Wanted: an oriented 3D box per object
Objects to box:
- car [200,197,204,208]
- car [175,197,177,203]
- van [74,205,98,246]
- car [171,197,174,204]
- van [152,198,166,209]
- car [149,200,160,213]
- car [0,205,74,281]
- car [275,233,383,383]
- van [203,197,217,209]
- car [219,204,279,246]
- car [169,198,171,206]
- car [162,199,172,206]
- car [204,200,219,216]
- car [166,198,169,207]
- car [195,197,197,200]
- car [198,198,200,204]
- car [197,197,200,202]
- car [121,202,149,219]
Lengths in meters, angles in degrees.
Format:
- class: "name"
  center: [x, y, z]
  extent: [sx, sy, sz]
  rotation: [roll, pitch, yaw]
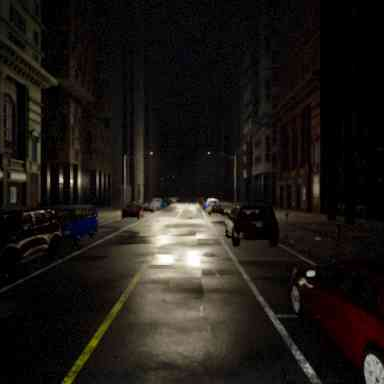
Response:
- class: "car"
  center: [2.722, 2.052, 55.486]
  extent: [1.967, 1.590, 4.097]
  rotation: [0, -1, 0]
- class: "car"
  center: [-5.827, 2.437, 89.286]
  extent: [1.967, 1.590, 4.097]
  rotation: [0, -1, 0]
- class: "van"
  center: [-5.776, 1.513, 16.014]
  extent: [1.690, 1.788, 3.998]
  rotation: [0, -1, 0]
- class: "car"
  center: [-5.815, 2.120, 72.378]
  extent: [2.192, 1.841, 5.009]
  rotation: [0, -1, 0]
- class: "van"
  center: [-5.804, 1.954, 55.469]
  extent: [1.690, 1.788, 3.998]
  rotation: [0, -1, 0]
- class: "car"
  center: [-5.795, 2.051, 44.194]
  extent: [1.947, 1.339, 4.313]
  rotation: [0, -1, 0]
- class: "car"
  center: [-5.772, 1.426, 10.378]
  extent: [2.192, 1.841, 5.009]
  rotation: [0, -1, 0]
- class: "car"
  center: [2.757, 1.596, 4.761]
  extent: [1.887, 1.381, 4.507]
  rotation: [0, -1, 0]
- class: "van"
  center: [2.729, 1.826, 44.215]
  extent: [1.690, 1.788, 3.998]
  rotation: [0, -1, 0]
- class: "car"
  center: [2.749, 1.487, 16.035]
  extent: [2.192, 1.841, 5.009]
  rotation: [0, -1, 0]
- class: "car"
  center: [-5.811, 2.307, 66.739]
  extent: [1.947, 1.339, 4.313]
  rotation: [0, -1, 0]
- class: "car"
  center: [-5.818, 2.414, 78.012]
  extent: [1.887, 1.381, 4.507]
  rotation: [0, -1, 0]
- class: "car"
  center: [2.734, 1.948, 38.747]
  extent: [1.752, 1.417, 4.829]
  rotation: [0, -1, 0]
- class: "car"
  center: [-5.807, 2.242, 61.103]
  extent: [1.947, 1.339, 4.313]
  rotation: [0, -1, 0]
- class: "car"
  center: [2.698, 2.312, 89.303]
  extent: [2.192, 1.841, 5.009]
  rotation: [0, -1, 0]
- class: "car"
  center: [2.714, 2.291, 66.756]
  extent: [2.008, 1.369, 4.403]
  rotation: [0, -1, 0]
- class: "car"
  center: [2.706, 2.309, 78.029]
  extent: [1.967, 1.590, 4.097]
  rotation: [0, -1, 0]
- class: "car"
  center: [-5.787, 1.902, 32.922]
  extent: [1.887, 1.381, 4.507]
  rotation: [0, -1, 0]
